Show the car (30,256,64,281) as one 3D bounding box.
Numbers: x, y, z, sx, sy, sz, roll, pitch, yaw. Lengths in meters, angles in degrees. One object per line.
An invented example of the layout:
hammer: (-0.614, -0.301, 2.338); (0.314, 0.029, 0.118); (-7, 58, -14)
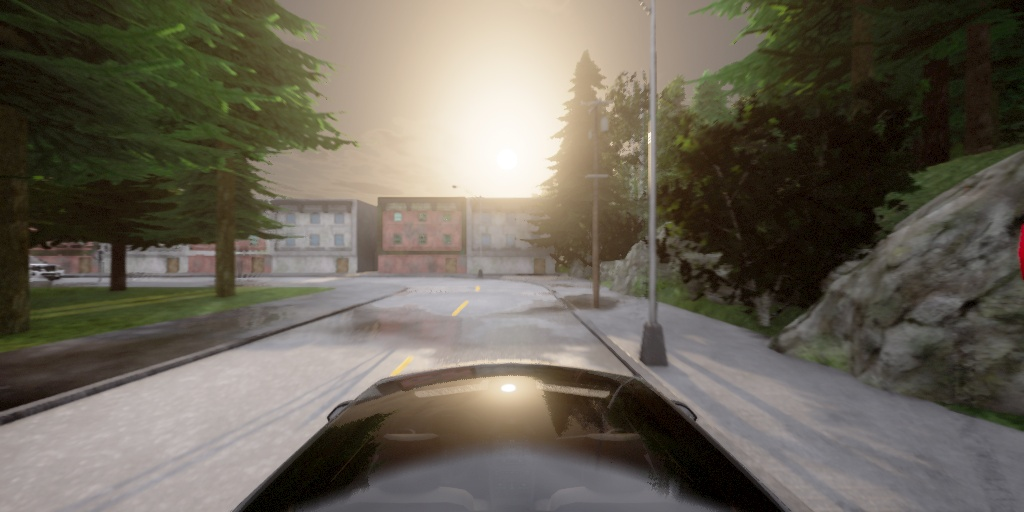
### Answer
car: (-39.017, 0.973, 28.252); (5.566, 2.045, 2.150); (0, 0, 0)
